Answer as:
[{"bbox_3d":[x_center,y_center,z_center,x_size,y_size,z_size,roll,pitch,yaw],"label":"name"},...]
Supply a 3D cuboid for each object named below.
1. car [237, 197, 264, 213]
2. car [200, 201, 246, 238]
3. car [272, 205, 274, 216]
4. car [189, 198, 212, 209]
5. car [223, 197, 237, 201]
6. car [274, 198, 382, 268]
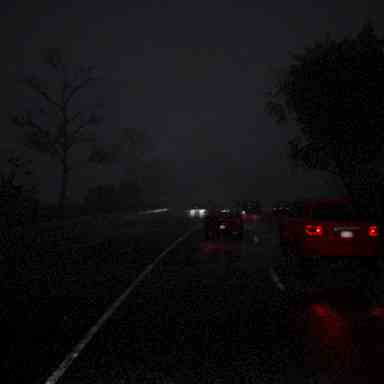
[{"bbox_3d":[6.804,1.441,37.013,2.128,1.511,4.902,0,0,19],"label":"car"},{"bbox_3d":[1.799,1.448,17.731,1.882,1.535,5.008,0,0,9],"label":"car"},{"bbox_3d":[8.645,1.517,31.630,2.033,1.411,5.357,0,0,17],"label":"car"},{"bbox_3d":[1.403,1.457,43.256,2.033,1.411,5.357,0,0,21],"label":"car"},{"bbox_3d":[5.229,1.419,43.260,2.128,1.511,4.902,0,0,23],"label":"car"},{"bbox_3d":[4.408,1.212,11.502,2.150,2.045,5.566,0,0,6],"label":"car"}]
